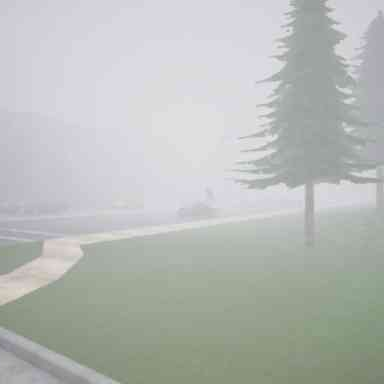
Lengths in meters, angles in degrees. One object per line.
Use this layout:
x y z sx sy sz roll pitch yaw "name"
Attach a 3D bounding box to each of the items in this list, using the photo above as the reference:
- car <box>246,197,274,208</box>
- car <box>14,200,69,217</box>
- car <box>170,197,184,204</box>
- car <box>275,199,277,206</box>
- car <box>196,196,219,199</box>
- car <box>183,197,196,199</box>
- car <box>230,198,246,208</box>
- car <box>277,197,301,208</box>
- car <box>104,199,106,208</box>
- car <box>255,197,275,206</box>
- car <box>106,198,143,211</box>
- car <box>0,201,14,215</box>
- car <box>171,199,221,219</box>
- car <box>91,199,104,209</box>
10.481 1.664 50.649 1.812 1.442 4.674 0 0 36 "car"
-15.150 1.706 34.379 2.128 1.511 4.902 0 0 35 "car"
-2.194 1.744 64.890 1.882 1.535 5.008 0 -1 35 "car"
16.332 1.631 59.082 2.128 1.511 4.902 0 0 35 "car"
3.347 1.566 60.606 2.097 1.767 4.553 0 0 35 "car"
0.827 1.819 63.095 1.994 1.385 4.181 0 0 35 "car"
7.618 1.688 52.662 1.812 1.442 4.674 0 0 36 "car"
15.233 1.717 51.298 1.895 1.301 4.718 0 0 35 "car"
-9.651 1.785 48.315 2.033 1.411 5.357 0 0 35 "car"
13.480 1.668 61.111 1.837 1.490 4.892 0 0 35 "car"
-8.563 1.569 43.773 2.097 1.767 4.553 0 -1 35 "car"
-17.889 1.715 36.568 1.882 1.535 5.008 0 0 35 "car"
0.504 1.639 30.258 1.812 1.442 4.674 0 0 35 "car"
-12.809 1.764 49.891 1.837 1.490 4.892 0 0 35 "car"
